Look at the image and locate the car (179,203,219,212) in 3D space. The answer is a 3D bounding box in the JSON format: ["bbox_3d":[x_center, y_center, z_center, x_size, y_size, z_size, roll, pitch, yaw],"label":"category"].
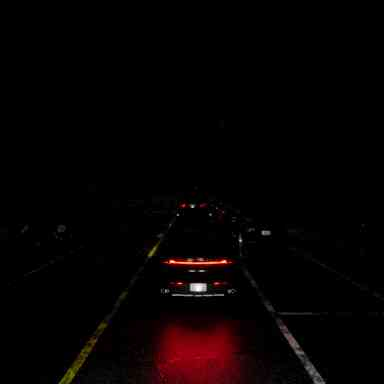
[{"bbox_3d":[0.126,1.545,18.266,2.033,1.411,5.357,0,0,0],"label":"car"}]

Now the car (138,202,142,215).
[{"bbox_3d":[-5.719,1.544,31.029,1.887,1.381,4.507,-1,0,0],"label":"car"}]

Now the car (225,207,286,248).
[{"bbox_3d":[2.776,1.564,14.497,1.947,1.339,4.313,-1,0,0],"label":"car"}]

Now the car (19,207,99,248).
[{"bbox_3d":[-5.750,1.438,14.512,1.967,1.590,4.097,-1,0,0],"label":"car"}]

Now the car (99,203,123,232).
[{"bbox_3d":[-5.739,1.564,20.018,1.947,1.339,4.313,-1,0,0],"label":"car"}]

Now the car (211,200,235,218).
[{"bbox_3d":[2.806,1.543,31.013,1.887,1.381,4.507,-1,0,0],"label":"car"}]

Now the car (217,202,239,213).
[{"bbox_3d":[2.786,1.543,20.002,1.887,1.381,4.507,-1,0,0],"label":"car"}]

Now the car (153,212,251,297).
[{"bbox_3d":[0.117,1.503,8.528,1.837,1.490,4.892,0,0,0],"label":"car"}]

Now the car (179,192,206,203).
[{"bbox_3d":[0.050,1.220,28.511,2.150,2.045,5.566,0,0,0],"label":"car"}]

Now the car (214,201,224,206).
[{"bbox_3d":[2.796,1.543,25.508,1.887,1.381,4.507,-1,0,0],"label":"car"}]

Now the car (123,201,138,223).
[{"bbox_3d":[-5.729,1.549,25.523,2.008,1.369,4.403,-1,0,0],"label":"car"}]
